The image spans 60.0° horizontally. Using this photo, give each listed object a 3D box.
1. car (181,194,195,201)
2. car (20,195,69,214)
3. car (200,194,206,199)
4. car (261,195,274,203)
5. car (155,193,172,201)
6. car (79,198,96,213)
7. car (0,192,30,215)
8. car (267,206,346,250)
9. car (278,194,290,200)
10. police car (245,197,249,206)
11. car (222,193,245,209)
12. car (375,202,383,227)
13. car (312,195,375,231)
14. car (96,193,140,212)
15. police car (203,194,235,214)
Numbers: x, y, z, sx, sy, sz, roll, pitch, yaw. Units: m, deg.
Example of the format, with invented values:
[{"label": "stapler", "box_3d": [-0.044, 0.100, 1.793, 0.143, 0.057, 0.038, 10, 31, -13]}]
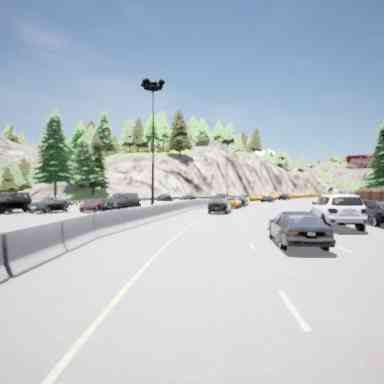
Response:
[{"label": "car", "box_3d": [-0.799, 1.242, 72.861, 1.812, 1.442, 4.674, 0, 0, 25]}, {"label": "car", "box_3d": [-14.101, 1.333, 32.856, 2.128, 1.511, 4.902, 0, 0, 12]}, {"label": "car", "box_3d": [3.328, 1.142, 73.318, 1.895, 1.301, 4.718, 0, 0, 25]}, {"label": "car", "box_3d": [14.764, 1.351, 64.987, 1.994, 1.385, 4.181, 0, 0, 25]}, {"label": "car", "box_3d": [-5.985, 1.073, 69.929, 2.097, 1.767, 4.553, 0, 0, 24]}, {"label": "car", "box_3d": [-10.064, 1.369, 35.073, 1.812, 1.442, 4.674, 0, 0, 13]}, {"label": "car", "box_3d": [-17.849, 1.055, 32.084, 2.150, 2.045, 5.566, 0, 0, 11]}, {"label": "car", "box_3d": [4.403, 1.506, 14.051, 2.033, 1.411, 5.357, 0, 0, 6]}, {"label": "car", "box_3d": [21.636, 1.216, 77.879, 1.837, 1.490, 4.892, 0, 0, 31]}, {"label": "police car", "box_3d": [7.039, 1.263, 48.431, 1.930, 1.638, 5.238, 0, 0, 19]}, {"label": "car", "box_3d": [5.306, 1.309, 42.935, 1.801, 1.575, 5.366, 0, 0, 16]}, {"label": "car", "box_3d": [12.562, 1.454, 22.113, 1.837, 1.490, 4.892, 0, 0, 9]}, {"label": "car", "box_3d": [8.706, 1.168, 20.219, 2.150, 2.045, 5.566, 0, 0, 8]}, {"label": "car", "box_3d": [-6.936, 1.081, 33.085, 2.150, 2.045, 5.566, 0, 0, 12]}, {"label": "police car", "box_3d": [2.825, 1.308, 33.437, 1.930, 1.638, 5.238, 0, 0, 13]}]
